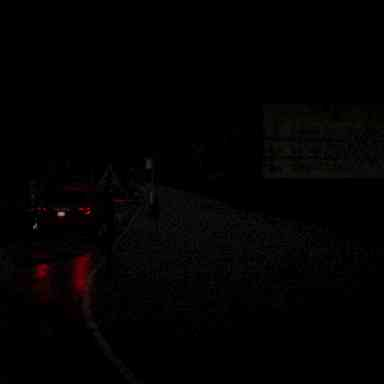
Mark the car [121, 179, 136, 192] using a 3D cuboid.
[{"bbox_3d":[-8.669,-0.877,45.382,1.882,1.535,5.008,0,4,-10],"label":"car"}]

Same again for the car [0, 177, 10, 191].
[{"bbox_3d":[-24.820,-0.724,39.675,4.892,1.521,2.231,-2,4,-29],"label":"car"}]

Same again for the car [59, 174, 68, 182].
[{"bbox_3d":[-34.367,-3.268,82.976,5.008,1.535,2.097,-2,4,-34],"label":"car"}]

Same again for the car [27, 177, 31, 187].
[{"bbox_3d":[-26.391,-1.398,48.362,4.553,1.767,2.185,-2,4,-30],"label":"car"}]

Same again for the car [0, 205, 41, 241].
[{"bbox_3d":[-7.814,1.245,12.775,1.895,1.301,4.718,0,3,-4],"label":"car"}]

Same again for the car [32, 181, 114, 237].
[{"bbox_3d":[-5.050,0.739,15.151,2.150,2.045,5.566,0,4,-3],"label":"car"}]

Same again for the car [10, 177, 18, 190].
[{"bbox_3d":[-25.316,-0.869,42.588,4.674,1.452,2.002,-2,4,-29],"label":"car"}]

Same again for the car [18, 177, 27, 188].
[{"bbox_3d":[-25.819,-1.092,45.487,5.008,1.535,2.097,-2,4,-30],"label":"car"}]

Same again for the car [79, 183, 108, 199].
[{"bbox_3d":[-10.006,-0.160,34.269,2.033,1.411,5.357,0,4,-7],"label":"car"}]

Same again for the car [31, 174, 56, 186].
[{"bbox_3d":[-30.156,-2.335,65.671,5.008,1.535,2.097,-2,4,-33],"label":"car"}]

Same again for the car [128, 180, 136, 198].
[{"bbox_3d":[-7.034,-0.222,34.666,1.882,1.535,5.008,0,4,-7],"label":"car"}]

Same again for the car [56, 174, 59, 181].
[{"bbox_3d":[-30.854,-2.505,68.545,5.008,1.535,2.097,-2,4,-33],"label":"car"}]
